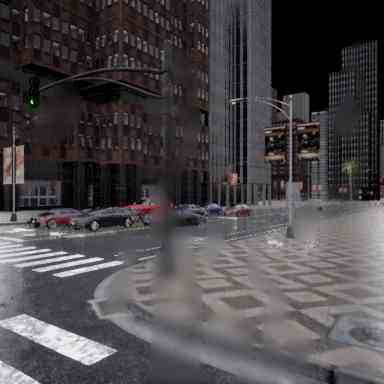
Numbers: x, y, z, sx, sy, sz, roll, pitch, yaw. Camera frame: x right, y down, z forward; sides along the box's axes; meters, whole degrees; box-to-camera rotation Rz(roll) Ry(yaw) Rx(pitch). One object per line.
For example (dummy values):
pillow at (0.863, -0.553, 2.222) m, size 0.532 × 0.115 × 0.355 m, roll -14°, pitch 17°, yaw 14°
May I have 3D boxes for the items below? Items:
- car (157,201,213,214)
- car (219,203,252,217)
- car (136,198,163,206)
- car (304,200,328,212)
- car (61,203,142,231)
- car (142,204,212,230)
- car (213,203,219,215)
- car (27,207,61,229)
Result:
car at (-0.501, 1.873, 30.346) m, size 2.128 × 1.511 × 4.902 m, roll 0°, pitch -1°, yaw 35°
car at (5.385, 2.057, 38.730) m, size 1.812 × 1.442 × 4.674 m, roll 0°, pitch -1°, yaw 35°
car at (-3.976, 1.579, 31.051) m, size 2.150 × 2.045 × 5.566 m, roll 0°, pitch -1°, yaw 35°
car at (19.355, 2.372, 52.708) m, size 2.033 × 1.411 × 5.357 m, roll 0°, pitch -1°, yaw 35°
car at (-5.975, 1.748, 22.536) m, size 1.837 × 1.490 × 4.892 m, roll 0°, pitch -1°, yaw 35°
car at (-1.089, 1.847, 23.499) m, size 2.033 × 1.411 × 5.357 m, roll 0°, pitch -1°, yaw 35°
car at (1.954, 2.034, 39.515) m, size 1.812 × 1.442 × 4.674 m, roll 0°, pitch -1°, yaw 35°
car at (-9.264, 1.788, 23.491) m, size 1.994 × 1.385 × 4.181 m, roll 0°, pitch -1°, yaw 36°
